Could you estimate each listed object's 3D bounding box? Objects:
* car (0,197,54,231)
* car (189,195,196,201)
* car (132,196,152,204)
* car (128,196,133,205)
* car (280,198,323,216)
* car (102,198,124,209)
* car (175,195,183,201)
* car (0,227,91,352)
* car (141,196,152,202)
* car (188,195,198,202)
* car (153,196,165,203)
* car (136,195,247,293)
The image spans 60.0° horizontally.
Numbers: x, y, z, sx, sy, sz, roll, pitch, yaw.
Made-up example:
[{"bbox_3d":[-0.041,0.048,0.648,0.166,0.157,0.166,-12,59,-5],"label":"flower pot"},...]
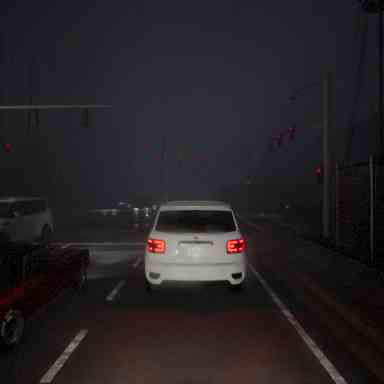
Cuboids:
[{"bbox_3d":[-7.074,1.219,12.280,2.150,2.045,5.566,0,0,0],"label":"car"},{"bbox_3d":[0.185,1.524,86.088,1.812,1.442,4.674,0,0,0],"label":"car"},{"bbox_3d":[-6.994,1.505,48.540,1.837,1.490,4.892,0,0,0],"label":"car"},{"bbox_3d":[-10.435,1.477,61.043,1.882,1.535,5.008,0,0,0],"label":"car"},{"bbox_3d":[11.020,1.407,32.611,4.553,1.767,2.097,0,0,0],"label":"car"},{"bbox_3d":[-10.505,1.547,44.728,2.033,1.411,5.357,0,0,0],"label":"car"},{"bbox_3d":[-3.316,1.540,85.973,2.033,1.411,5.357,0,0,0],"label":"car"},{"bbox_3d":[-3.430,1.601,6.109,1.895,1.301,4.718,0,0,1],"label":"car"},{"bbox_3d":[-10.336,1.565,76.352,1.895,1.301,4.718,0,0,0],"label":"car"},{"bbox_3d":[0.168,1.523,75.685,2.128,1.511,4.902,0,0,0],"label":"car"},{"bbox_3d":[-6.852,1.542,69.179,2.033,1.411,5.357,0,0,0],"label":"car"},{"bbox_3d":[0.092,1.221,9.032,2.150,2.045,5.566,0,0,0],"label":"car"}]
